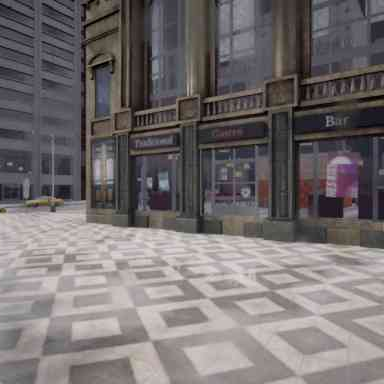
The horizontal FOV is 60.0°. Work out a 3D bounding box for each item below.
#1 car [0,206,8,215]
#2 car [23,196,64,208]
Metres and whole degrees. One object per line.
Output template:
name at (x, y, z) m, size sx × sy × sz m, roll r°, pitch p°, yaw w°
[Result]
car at (-18.052, 1.351, 27.687) m, size 1.752 × 1.417 × 4.829 m, roll 1°, pitch 2°, yaw 36°
car at (-18.531, 1.156, 41.589) m, size 1.752 × 1.417 × 4.829 m, roll 1°, pitch 2°, yaw 36°
